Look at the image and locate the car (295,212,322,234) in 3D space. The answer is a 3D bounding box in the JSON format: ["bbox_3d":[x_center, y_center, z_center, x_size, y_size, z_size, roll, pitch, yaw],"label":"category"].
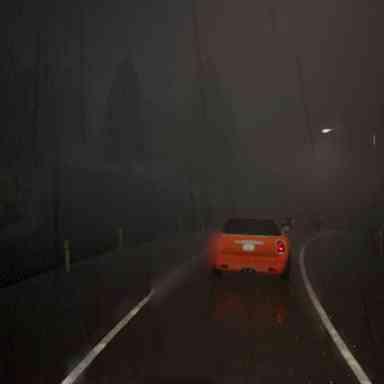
[{"bbox_3d":[8.163,2.200,24.411,2.033,1.411,5.357,1,-2,32],"label":"car"}]

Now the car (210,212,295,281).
[{"bbox_3d":[2.002,1.473,10.596,2.097,1.767,4.553,1,-1,15],"label":"car"}]
